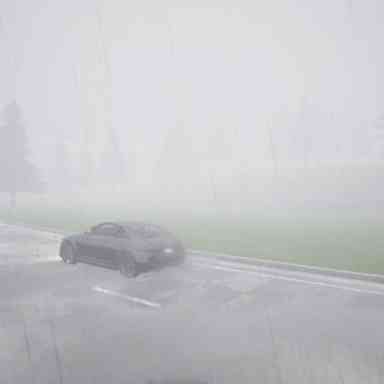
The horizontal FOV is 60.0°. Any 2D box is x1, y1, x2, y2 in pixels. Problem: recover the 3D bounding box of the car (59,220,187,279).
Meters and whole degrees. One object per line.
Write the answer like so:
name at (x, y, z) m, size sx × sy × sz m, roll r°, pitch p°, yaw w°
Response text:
car at (-2.195, 1.547, 10.149) m, size 4.181 × 1.385 × 1.994 m, roll 0°, pitch 0°, yaw 38°
